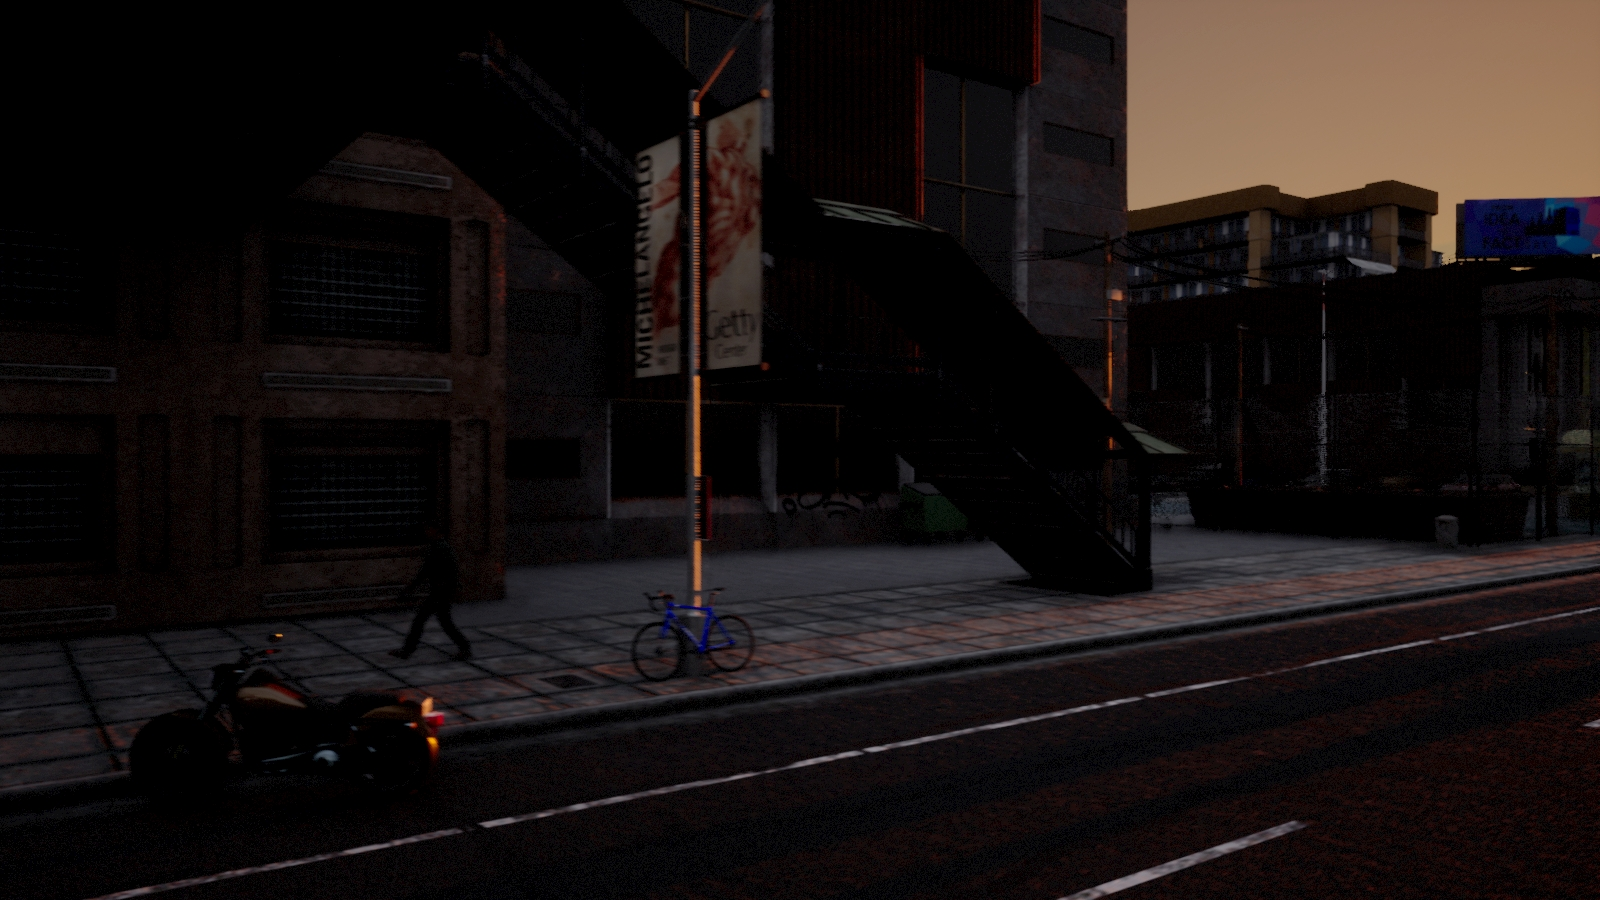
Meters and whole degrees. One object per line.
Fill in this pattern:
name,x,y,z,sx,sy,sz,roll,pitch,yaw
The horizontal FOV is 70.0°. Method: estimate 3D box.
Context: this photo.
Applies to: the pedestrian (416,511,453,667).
pedestrian,-4.517,1.699,14.120,0.375,1.860,0.375,0,0,-29
